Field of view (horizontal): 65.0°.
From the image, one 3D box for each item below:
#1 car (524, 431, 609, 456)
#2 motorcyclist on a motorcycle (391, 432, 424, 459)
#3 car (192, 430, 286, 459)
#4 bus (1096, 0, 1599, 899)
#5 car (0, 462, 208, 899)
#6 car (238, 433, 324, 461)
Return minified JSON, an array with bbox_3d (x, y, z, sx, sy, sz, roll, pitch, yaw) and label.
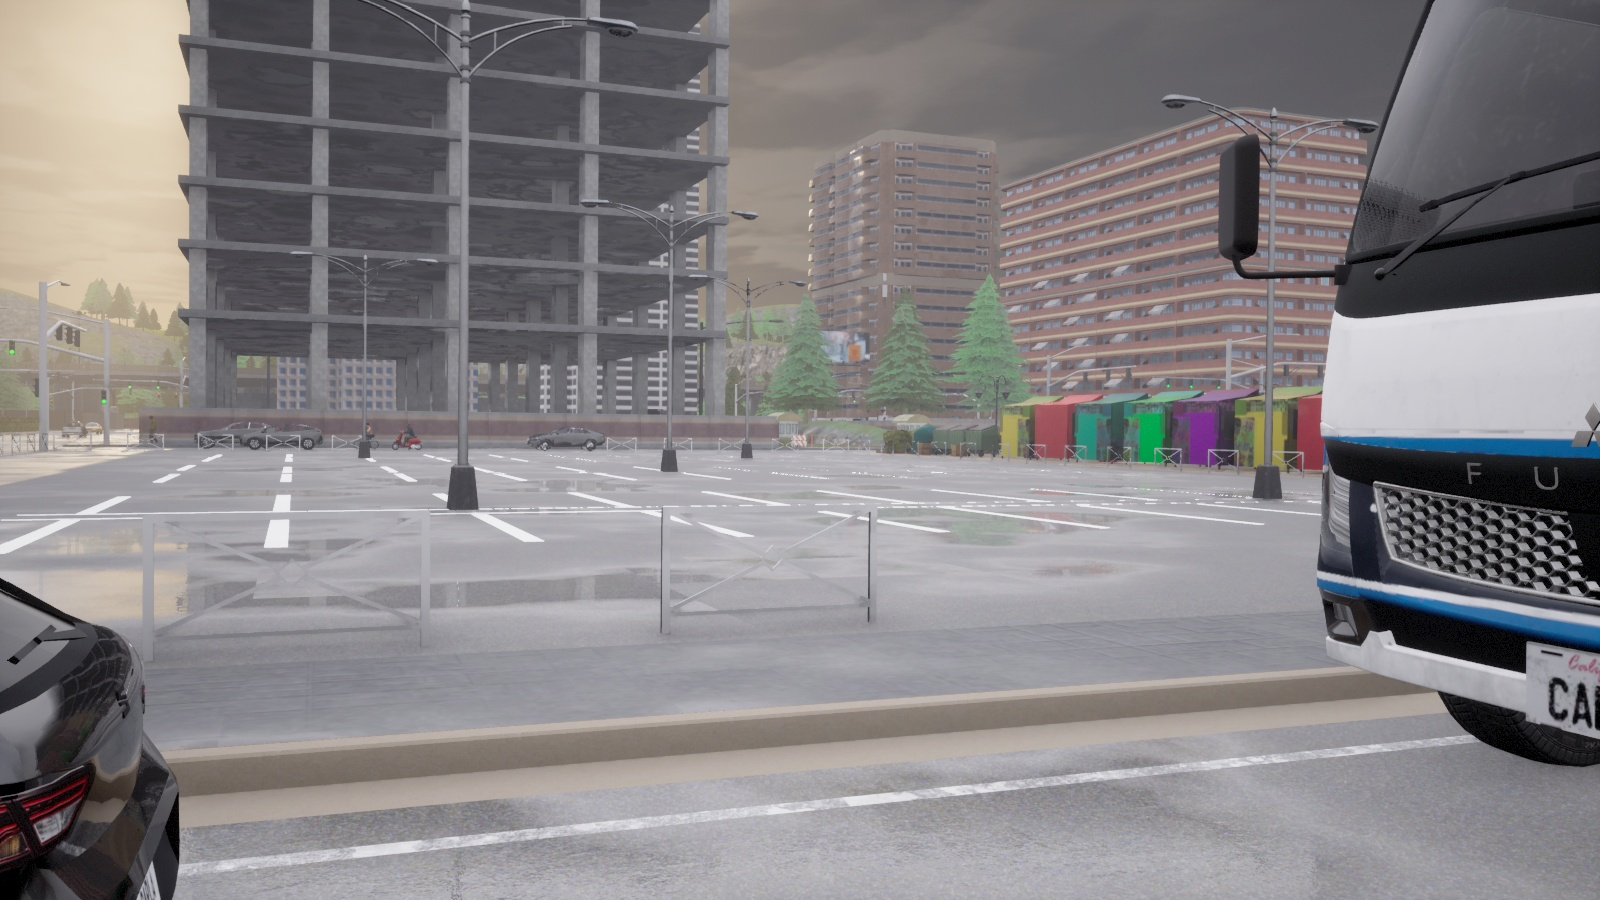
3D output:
[{"bbox_3d":[-14.696,-0.426,78.923,4.902,1.511,2.128,-1,1,-22],"label":"car"},{"bbox_3d":[-23.535,-0.275,75.304,1.817,1.590,0.866,-1,1,-22],"label":"motorcyclist on a motorcycle"},{"bbox_3d":[-33.451,-0.338,75.023,5.027,1.651,2.152,-1,1,-22],"label":"car"},{"bbox_3d":[6.891,-0.747,5.803,10.273,4.253,3.944,-1,1,-20],"label":"bus"},{"bbox_3d":[-3.322,0.815,1.970,4.193,1.474,1.816,-1,1,-21],"label":"car"},{"bbox_3d":[-29.989,-0.169,72.661,4.514,1.525,2.007,-1,1,-22],"label":"car"}]
